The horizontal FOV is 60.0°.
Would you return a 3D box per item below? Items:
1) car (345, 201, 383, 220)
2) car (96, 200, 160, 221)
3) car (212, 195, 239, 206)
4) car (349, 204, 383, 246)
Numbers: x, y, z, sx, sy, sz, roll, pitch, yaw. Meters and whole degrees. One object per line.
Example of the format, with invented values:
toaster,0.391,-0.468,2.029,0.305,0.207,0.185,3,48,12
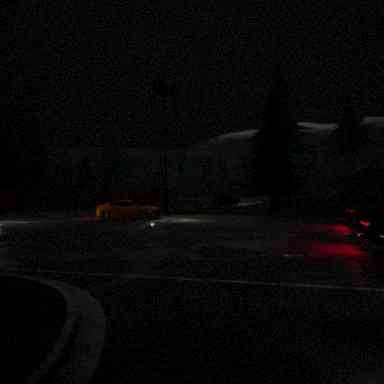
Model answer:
car,11.039,1.221,18.088,4.902,1.511,2.128,-1,0,14
car,-4.924,1.344,25.699,5.008,1.535,1.882,-1,0,14
car,4.682,1.090,45.415,2.128,1.511,4.902,0,1,38
car,8.420,1.302,11.528,4.902,1.511,2.128,-1,0,14
